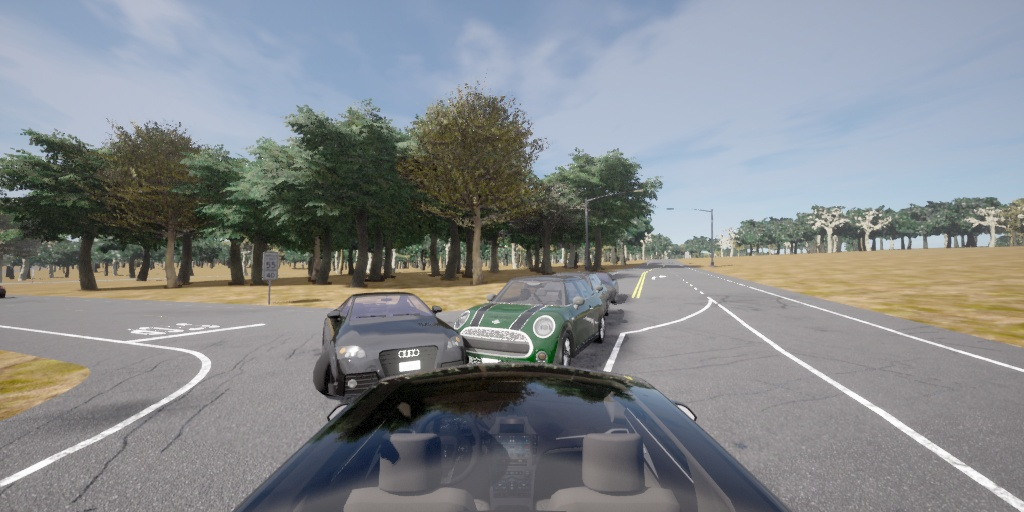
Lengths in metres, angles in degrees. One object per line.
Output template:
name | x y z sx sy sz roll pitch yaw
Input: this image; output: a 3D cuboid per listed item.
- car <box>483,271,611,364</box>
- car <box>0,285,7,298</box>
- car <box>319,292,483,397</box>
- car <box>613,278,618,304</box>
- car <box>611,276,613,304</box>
car | 0.616 1.218 7.838 2.097 1.767 4.553 -1 -2 26
car | -40.862 2.563 27.396 4.181 1.385 1.994 -2 -3 22
car | -2.355 1.376 6.633 1.994 1.385 4.181 1 -2 -29
car | 4.216 1.508 17.877 1.994 1.385 4.181 -1 1 19
car | 2.022 1.344 12.151 2.097 1.767 4.553 -1 -1 21
